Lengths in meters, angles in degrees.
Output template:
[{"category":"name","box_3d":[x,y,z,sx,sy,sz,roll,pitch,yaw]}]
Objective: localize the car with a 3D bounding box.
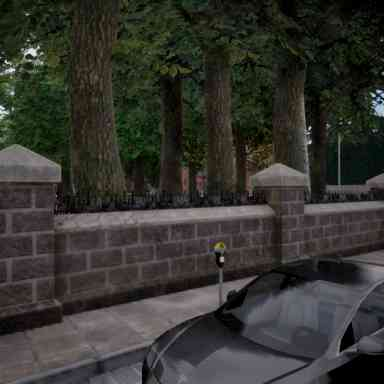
[{"category":"car","box_3d":[1.528,1.565,3.910,4.313,1.339,1.947,0,-1,-36]}]
